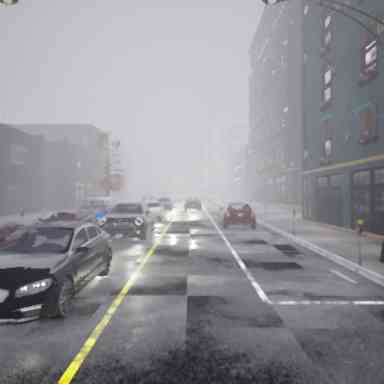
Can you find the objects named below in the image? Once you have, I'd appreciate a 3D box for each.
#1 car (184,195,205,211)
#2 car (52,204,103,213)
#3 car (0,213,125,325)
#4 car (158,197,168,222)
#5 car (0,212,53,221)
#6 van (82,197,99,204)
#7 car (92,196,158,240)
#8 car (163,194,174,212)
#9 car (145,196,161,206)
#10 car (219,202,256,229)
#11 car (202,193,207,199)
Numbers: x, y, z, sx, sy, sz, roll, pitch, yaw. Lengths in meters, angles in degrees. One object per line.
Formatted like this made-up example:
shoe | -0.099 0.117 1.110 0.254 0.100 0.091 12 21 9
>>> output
car | 0.110 1.349 37.432 1.994 1.385 4.181 0 0 0
car | -5.670 1.459 14.847 1.887 1.381 4.507 1 0 0
car | -3.094 1.449 7.313 2.128 1.511 4.902 0 0 0
car | -3.081 1.380 25.327 1.812 1.442 4.674 0 0 0
car | -5.749 1.492 9.165 1.887 1.381 4.507 1 0 0
van | -5.664 1.223 20.533 1.690 1.788 3.998 1 0 0
car | -3.089 1.258 16.331 2.097 1.767 4.553 0 0 0
car | -3.039 1.272 35.752 1.882 1.535 5.008 0 0 1
car | -5.657 1.302 48.967 1.802 1.307 4.206 1 0 0
car | 2.714 1.321 20.591 1.967 1.590 4.097 1 0 0
car | 3.035 1.032 87.460 1.812 1.442 4.674 0 0 0
